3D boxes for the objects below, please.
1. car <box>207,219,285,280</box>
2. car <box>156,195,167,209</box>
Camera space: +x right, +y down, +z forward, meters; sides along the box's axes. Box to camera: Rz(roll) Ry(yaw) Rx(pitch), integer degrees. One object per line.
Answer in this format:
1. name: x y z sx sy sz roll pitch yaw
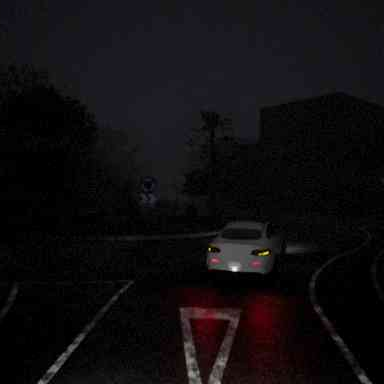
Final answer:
1. car: 1.778 1.554 10.223 1.812 1.442 4.674 0 1 19
2. car: -4.219 1.563 48.435 1.882 1.535 5.008 0 0 -11
